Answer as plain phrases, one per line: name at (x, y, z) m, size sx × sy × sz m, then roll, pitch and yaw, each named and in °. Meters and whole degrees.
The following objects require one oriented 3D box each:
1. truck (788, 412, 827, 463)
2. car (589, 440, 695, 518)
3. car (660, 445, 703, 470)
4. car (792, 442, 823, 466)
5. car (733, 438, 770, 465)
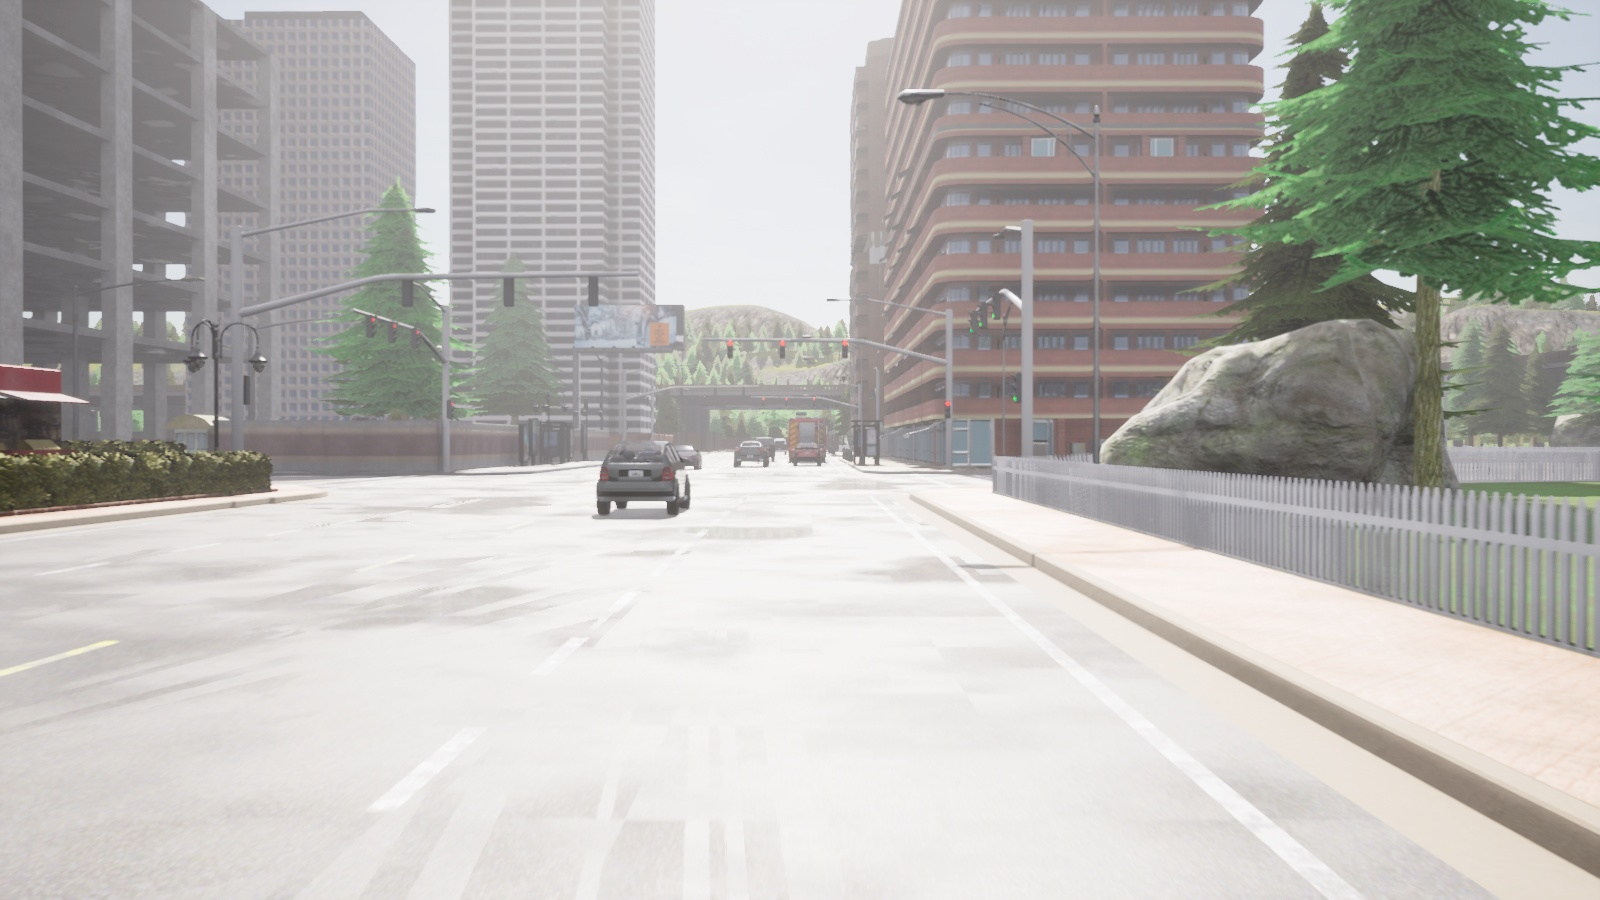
truck at (0.565, -0.970, 98.071) m, size 2.891 × 3.827 × 8.468 m, roll 0°, pitch 0°, yaw 0°
car at (-3.332, 0.570, 27.089) m, size 1.789 × 1.549 × 3.705 m, roll 0°, pitch 0°, yaw 0°
car at (-6.591, 0.408, 70.376) m, size 1.994 × 1.385 × 4.181 m, roll 0°, pitch 0°, yaw 0°
car at (0.480, 0.226, 82.942) m, size 2.007 × 1.525 × 4.514 m, roll 0°, pitch 0°, yaw 0°
car at (-3.039, 0.074, 79.576) m, size 2.152 × 1.651 × 5.027 m, roll 0°, pitch 0°, yaw 0°
